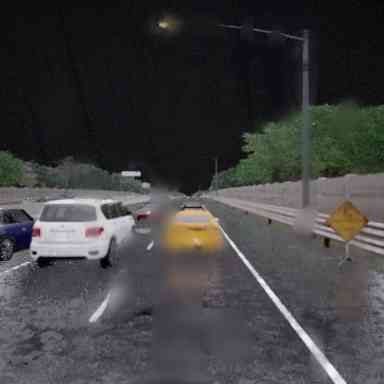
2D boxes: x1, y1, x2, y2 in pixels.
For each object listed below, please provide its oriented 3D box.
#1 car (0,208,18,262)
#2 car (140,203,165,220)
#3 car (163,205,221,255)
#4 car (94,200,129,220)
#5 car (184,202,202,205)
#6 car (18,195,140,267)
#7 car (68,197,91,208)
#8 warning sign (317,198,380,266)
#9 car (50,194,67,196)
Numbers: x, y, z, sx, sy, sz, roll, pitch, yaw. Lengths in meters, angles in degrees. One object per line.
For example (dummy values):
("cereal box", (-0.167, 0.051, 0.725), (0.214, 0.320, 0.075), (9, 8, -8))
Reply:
("car", (-6.927, 1.368, 12.274), (2.097, 1.767, 4.553), (0, 0, 0))
("car", (-3.414, 1.600, 28.292), (1.994, 1.385, 4.181), (0, 0, 0))
("car", (0.082, 1.496, 13.477), (1.882, 1.535, 5.008), (0, -1, 0))
("car", (-6.912, 1.515, 29.155), (1.882, 1.535, 5.008), (0, 0, 0))
("car", (0.080, 1.528, 27.593), (2.128, 1.511, 4.902), (0, 0, 0))
("car", (-3.431, 1.239, 11.548), (2.150, 2.045, 5.566), (0, 0, 0))
("car", (-17.541, 1.566, 52.084), (1.837, 1.490, 4.892), (0, 0, 0))
("warning sign", (4.541, 1.128, 9.756), (1.300, 1.860, 1.060), (-1, -1, 0))
("car", (-21.036, 1.281, 51.708), (2.150, 2.045, 5.566), (0, 0, 1))
